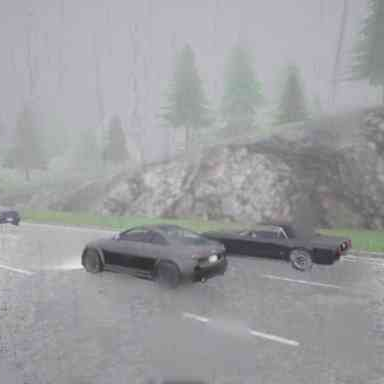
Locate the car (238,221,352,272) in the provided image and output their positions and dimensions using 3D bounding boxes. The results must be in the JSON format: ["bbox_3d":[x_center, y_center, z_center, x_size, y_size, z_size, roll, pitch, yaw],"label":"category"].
[{"bbox_3d":[2.467,1.604,10.832,4.718,1.301,1.895,0,0,35],"label":"car"}]

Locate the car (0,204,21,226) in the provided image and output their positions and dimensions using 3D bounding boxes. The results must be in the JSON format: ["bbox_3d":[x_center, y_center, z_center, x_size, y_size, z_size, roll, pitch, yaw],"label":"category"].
[{"bbox_3d":[-13.132,1.536,21.958,4.674,1.442,1.812,0,0,36],"label":"car"}]

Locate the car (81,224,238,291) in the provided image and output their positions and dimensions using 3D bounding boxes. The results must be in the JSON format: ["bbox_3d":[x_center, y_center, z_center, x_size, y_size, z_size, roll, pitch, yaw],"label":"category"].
[{"bbox_3d":[-1.132,1.567,9.108,4.181,1.385,1.994,0,0,35],"label":"car"}]
